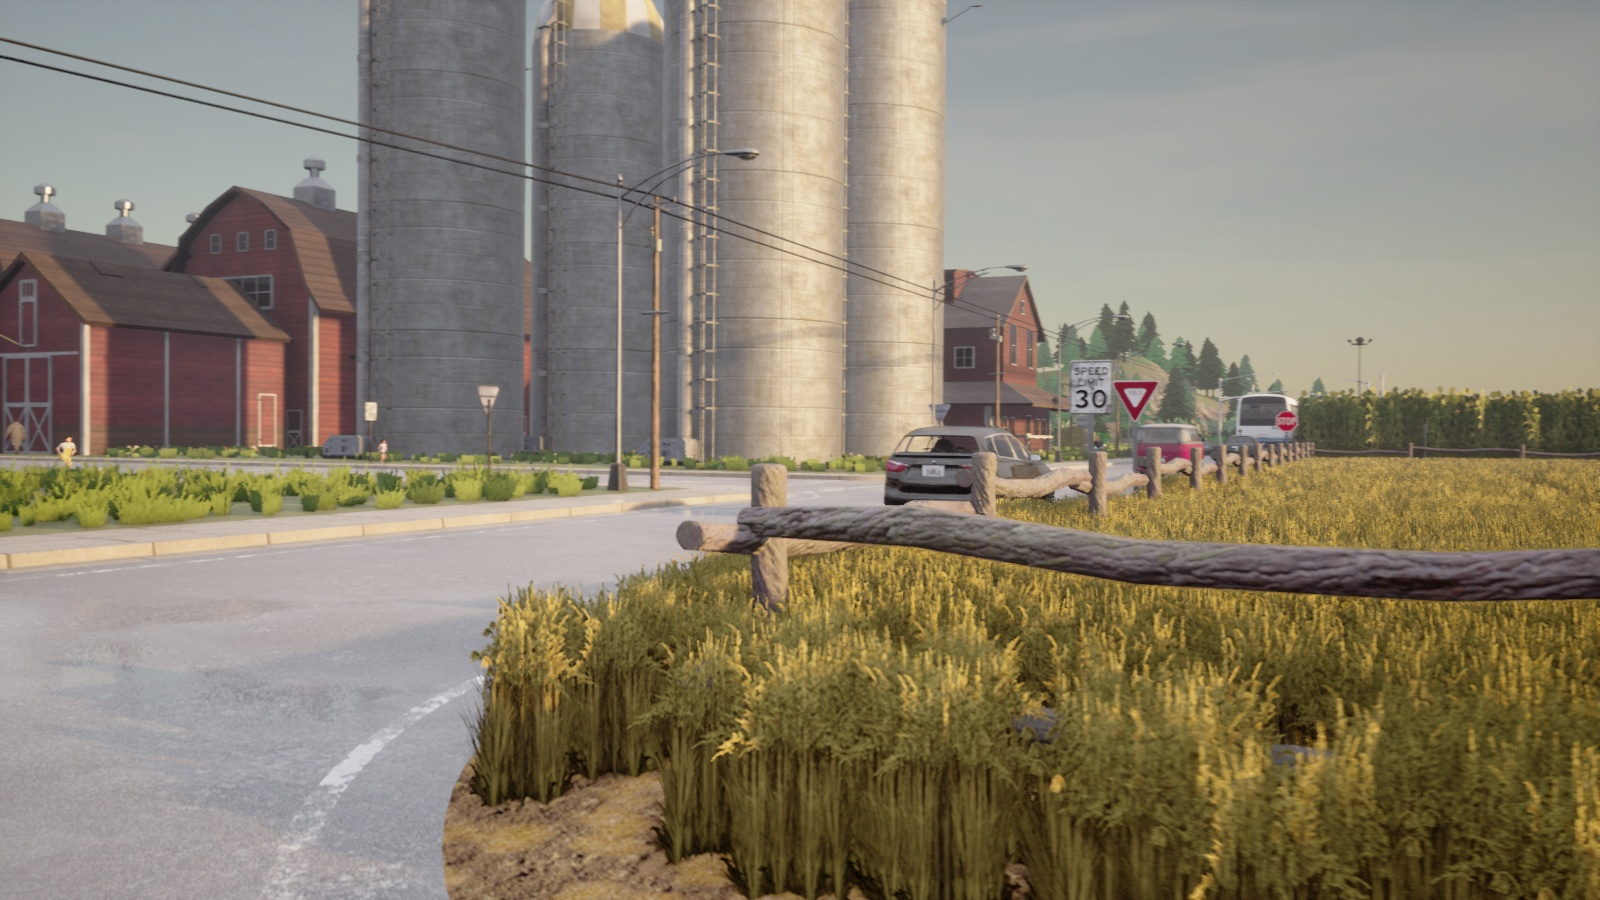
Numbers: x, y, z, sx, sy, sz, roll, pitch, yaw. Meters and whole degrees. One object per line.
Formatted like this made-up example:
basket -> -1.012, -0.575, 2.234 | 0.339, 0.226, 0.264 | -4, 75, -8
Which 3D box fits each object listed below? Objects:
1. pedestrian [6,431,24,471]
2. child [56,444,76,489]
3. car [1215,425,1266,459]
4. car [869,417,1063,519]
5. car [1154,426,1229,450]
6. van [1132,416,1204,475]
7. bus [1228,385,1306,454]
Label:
pedestrian -> -39.023, 0.043, 62.410 | 0.659, 1.952, 0.873 | -1, 1, -38
child -> -20.610, 0.460, 35.260 | 0.437, 1.263, 0.270 | 0, 1, 23
car -> 23.429, -0.436, 66.679 | 2.097, 1.767, 4.553 | 0, 1, 25
car -> 3.190, 0.269, 23.204 | 2.242, 1.667, 4.611 | 0, 1, 25
car -> 27.598, -0.832, 88.742 | 2.152, 1.651, 5.027 | -1, 1, -27
van -> 13.061, -0.173, 44.397 | 1.775, 1.987, 4.442 | 0, 1, 25
bus -> 30.789, -1.934, 82.503 | 3.944, 4.253, 10.273 | 0, 1, 25
